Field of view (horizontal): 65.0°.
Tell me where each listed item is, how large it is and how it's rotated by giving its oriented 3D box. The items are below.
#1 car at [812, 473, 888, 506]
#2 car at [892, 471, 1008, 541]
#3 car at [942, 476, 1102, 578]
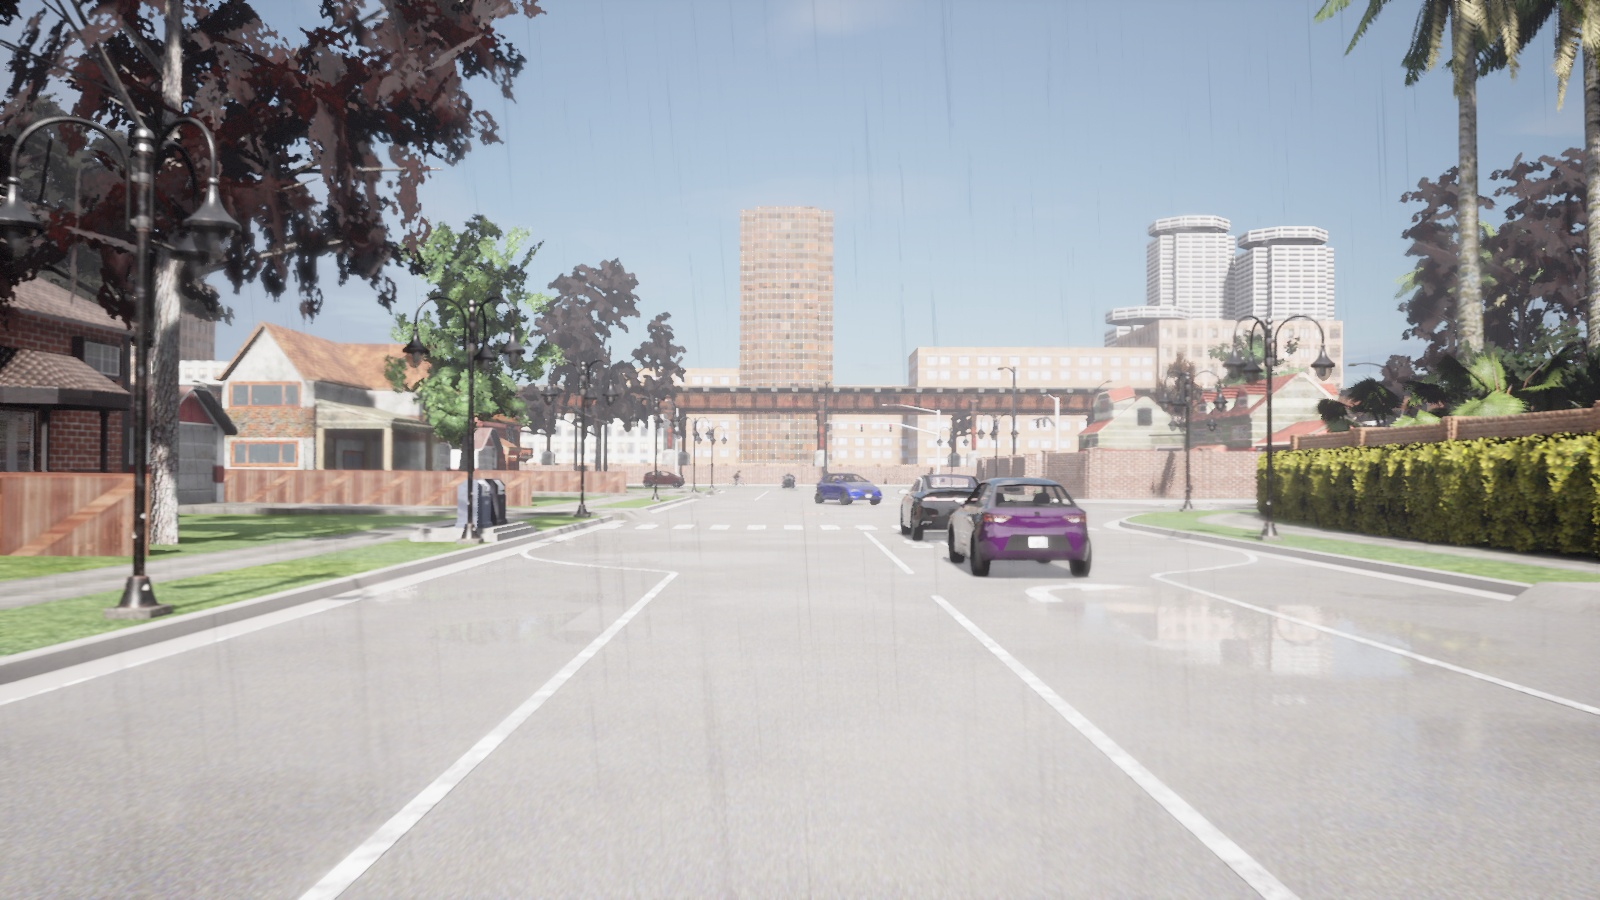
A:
[{"bbox_3d":[2.284,1.802,58.715,1.816,1.474,4.193,0,-1,-25],"label":"car"},{"bbox_3d":[3.427,1.254,29.669,2.128,1.511,4.902,0,-1,0],"label":"car"},{"bbox_3d":[3.450,1.154,20.280,1.816,1.474,4.193,0,-1,0],"label":"car"}]
